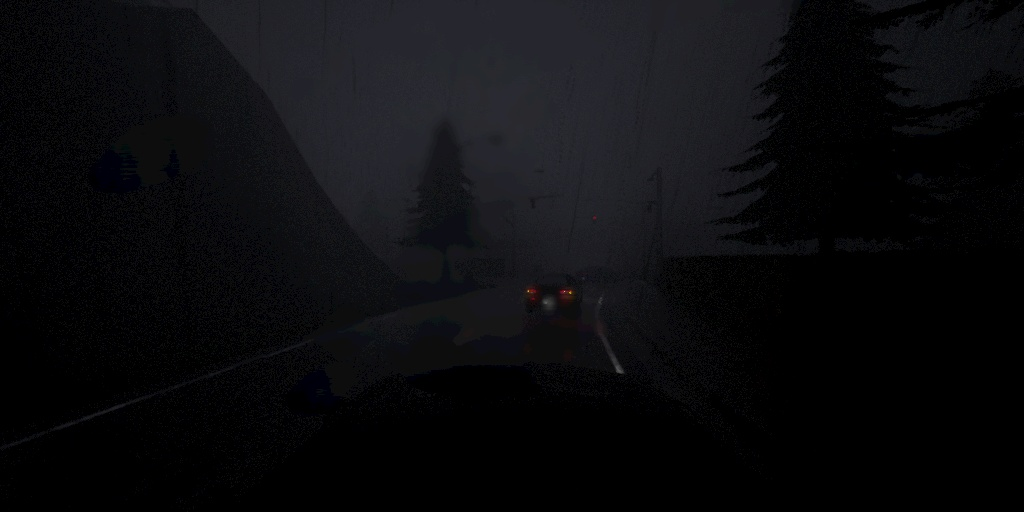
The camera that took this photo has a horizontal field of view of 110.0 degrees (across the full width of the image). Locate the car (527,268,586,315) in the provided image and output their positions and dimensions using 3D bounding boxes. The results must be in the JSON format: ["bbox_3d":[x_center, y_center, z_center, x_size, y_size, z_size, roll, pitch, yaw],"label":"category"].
[{"bbox_3d":[1.796,1.399,14.231,1.812,1.442,4.674,0,0,14],"label":"car"}]

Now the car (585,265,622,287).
[{"bbox_3d":[6.722,1.487,27.770,1.882,1.535,5.008,-1,-1,40],"label":"car"}]

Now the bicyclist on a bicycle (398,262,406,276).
[{"bbox_3d":[-13.151,1.586,42.985,0.582,1.620,1.656,0,0,15],"label":"bicyclist on a bicycle"}]
